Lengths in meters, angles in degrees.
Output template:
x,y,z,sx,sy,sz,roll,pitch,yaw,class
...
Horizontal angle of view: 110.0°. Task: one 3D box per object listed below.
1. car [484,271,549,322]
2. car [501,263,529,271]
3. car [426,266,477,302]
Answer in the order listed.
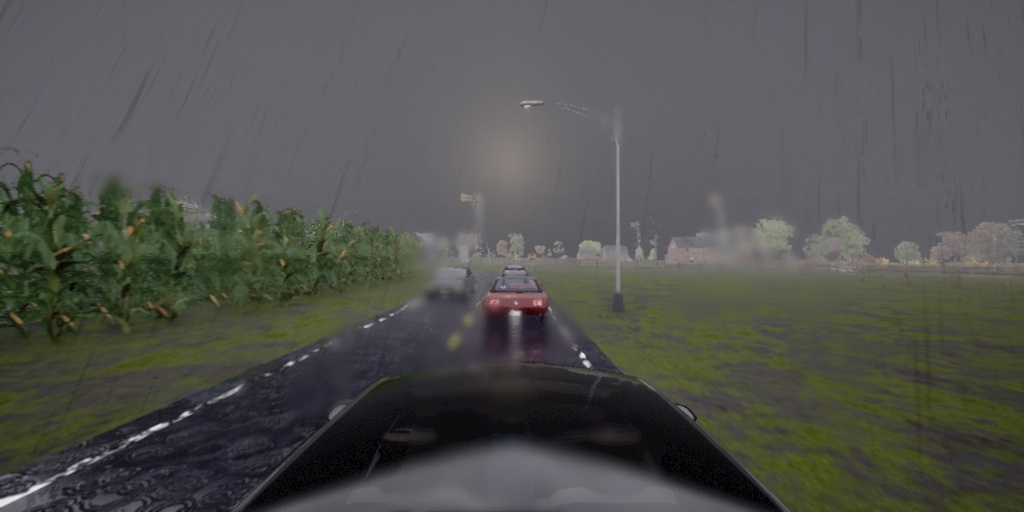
x,y,z,sx,sy,sz,roll,pitch,yaw,class
0.142,1.356,12.377,1.895,1.301,4.718,0,0,0,car
0.205,1.254,26.712,2.128,1.511,4.902,0,0,0,car
-2.778,1.263,17.230,1.837,1.490,4.892,0,0,0,car
